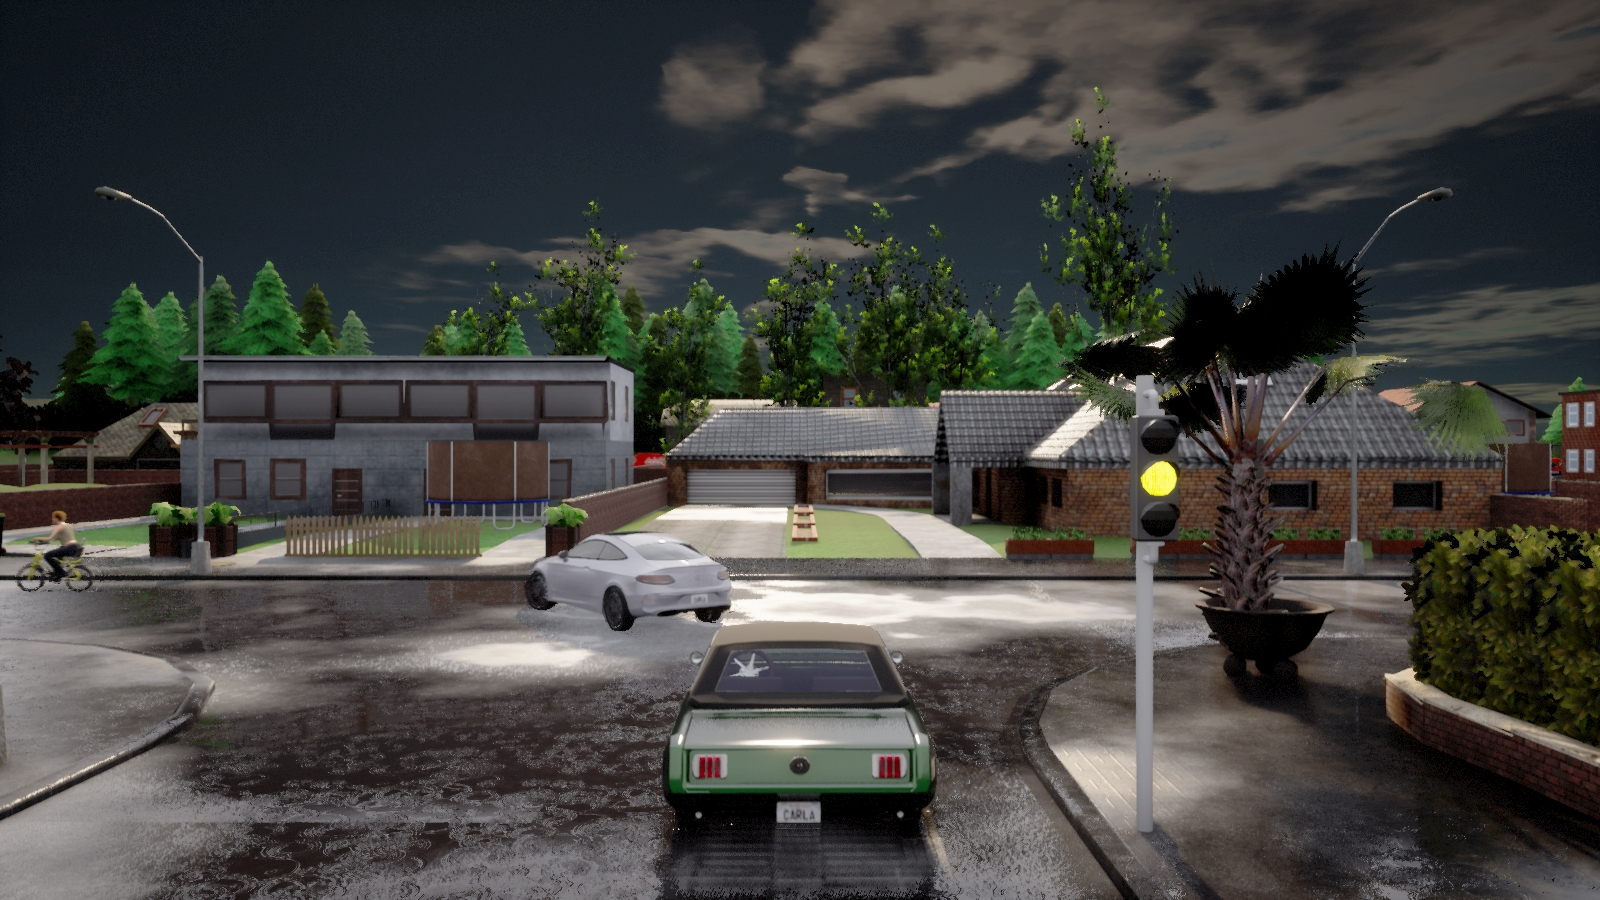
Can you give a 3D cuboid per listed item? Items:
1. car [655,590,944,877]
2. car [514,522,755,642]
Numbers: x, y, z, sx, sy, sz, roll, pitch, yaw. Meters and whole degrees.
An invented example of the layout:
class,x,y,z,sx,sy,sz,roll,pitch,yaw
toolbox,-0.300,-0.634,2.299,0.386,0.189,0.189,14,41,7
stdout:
class,x,y,z,sx,sy,sz,roll,pitch,yaw
car,-0.025,2.151,9.859,1.895,1.301,4.718,0,0,-1
car,-2.897,2.074,19.084,2.002,1.442,4.674,0,0,-37
